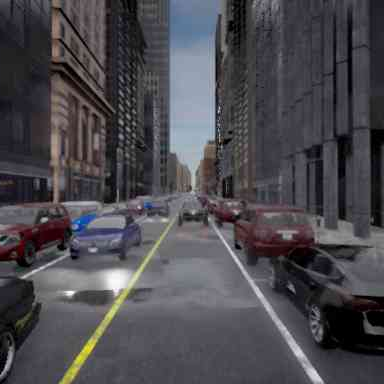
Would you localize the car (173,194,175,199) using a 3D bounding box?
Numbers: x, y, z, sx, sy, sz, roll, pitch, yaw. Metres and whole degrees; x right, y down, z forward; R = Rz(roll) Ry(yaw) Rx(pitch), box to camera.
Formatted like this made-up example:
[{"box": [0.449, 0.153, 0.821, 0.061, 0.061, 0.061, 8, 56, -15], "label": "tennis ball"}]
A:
[{"box": [-5.886, 1.457, 79.230, 2.192, 1.841, 5.009, 1, 0, 0], "label": "car"}]

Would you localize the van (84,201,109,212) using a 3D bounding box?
[{"box": [-5.857, 1.391, 17.358, 1.690, 1.788, 3.998, 1, 0, 0], "label": "van"}]

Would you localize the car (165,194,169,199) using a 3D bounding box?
[{"box": [-5.880, 1.648, 62.186, 1.752, 1.417, 4.829, 1, 0, 0], "label": "car"}]

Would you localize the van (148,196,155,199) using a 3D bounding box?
[{"box": [-5.867, 1.433, 39.857, 1.690, 1.788, 3.998, 1, 0, 0], "label": "van"}]

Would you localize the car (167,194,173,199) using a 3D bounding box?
[{"box": [-5.886, 1.680, 73.605, 1.887, 1.381, 4.507, 1, 0, 0], "label": "car"}]

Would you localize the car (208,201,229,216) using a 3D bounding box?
[{"box": [2.659, 1.664, 34.233, 1.802, 1.307, 4.206, 1, 0, 0], "label": "car"}]

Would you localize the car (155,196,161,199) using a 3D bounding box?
[{"box": [-5.870, 1.415, 45.482, 2.192, 1.841, 5.009, 1, 0, 0], "label": "car"}]

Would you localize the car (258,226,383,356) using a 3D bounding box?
[{"box": [2.672, 1.585, 6.110, 1.947, 1.339, 4.313, 1, 0, 0], "label": "car"}]

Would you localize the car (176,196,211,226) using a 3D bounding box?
[{"box": [0.085, 1.416, 24.452, 2.097, 1.767, 4.553, 0, 0, 0], "label": "car"}]

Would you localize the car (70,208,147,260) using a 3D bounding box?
[{"box": [-3.073, 1.564, 12.738, 1.812, 1.442, 4.674, 0, 0, 1], "label": "car"}]

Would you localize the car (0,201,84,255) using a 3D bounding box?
[{"box": [-5.854, 1.350, 11.733, 2.192, 1.841, 5.009, 1, 0, 0], "label": "car"}]

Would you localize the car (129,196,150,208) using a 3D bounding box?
[{"box": [-5.866, 1.523, 34.232, 1.967, 1.590, 4.097, 1, 0, 0], "label": "car"}]

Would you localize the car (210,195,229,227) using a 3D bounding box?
[{"box": [2.666, 1.377, 22.984, 2.192, 1.841, 5.009, 1, 0, 0], "label": "car"}]

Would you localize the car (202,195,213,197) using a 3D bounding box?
[{"box": [2.653, 1.423, 51.107, 2.192, 1.841, 5.009, 1, 0, 0], "label": "car"}]

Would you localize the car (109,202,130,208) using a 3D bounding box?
[{"box": [-5.862, 1.613, 22.983, 2.008, 1.369, 4.403, 1, 0, 0], "label": "car"}]

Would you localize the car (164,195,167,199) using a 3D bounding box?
[{"box": [-5.878, 1.661, 56.731, 1.887, 1.381, 4.507, 1, 0, 0], "label": "car"}]

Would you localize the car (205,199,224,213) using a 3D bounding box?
[{"box": [2.656, 1.636, 39.858, 1.887, 1.381, 4.507, 1, 0, 0], "label": "car"}]

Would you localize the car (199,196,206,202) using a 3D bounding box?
[{"box": [2.633, 1.730, 84.854, 1.802, 1.307, 4.206, 1, 0, 0], "label": "car"}]

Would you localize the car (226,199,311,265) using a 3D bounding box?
[{"box": [2.671, 1.350, 11.735, 2.192, 1.841, 5.009, 1, 0, 0], "label": "car"}]

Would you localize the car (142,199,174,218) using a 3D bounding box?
[{"box": [-3.048, 1.626, 31.394, 2.033, 1.411, 5.357, 0, 0, 0], "label": "car"}]

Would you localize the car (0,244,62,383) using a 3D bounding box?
[{"box": [-3.093, 1.556, 2.541, 2.033, 1.411, 5.357, 0, 0, 0], "label": "car"}]

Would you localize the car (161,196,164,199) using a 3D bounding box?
[{"box": [-5.875, 1.659, 51.106, 2.008, 1.369, 4.403, 1, 0, 0], "label": "car"}]
